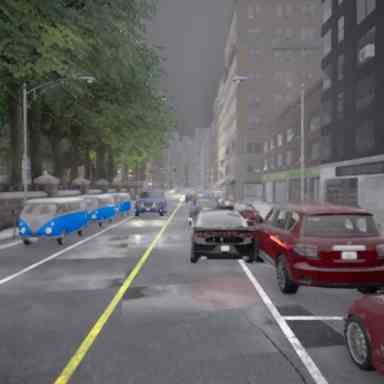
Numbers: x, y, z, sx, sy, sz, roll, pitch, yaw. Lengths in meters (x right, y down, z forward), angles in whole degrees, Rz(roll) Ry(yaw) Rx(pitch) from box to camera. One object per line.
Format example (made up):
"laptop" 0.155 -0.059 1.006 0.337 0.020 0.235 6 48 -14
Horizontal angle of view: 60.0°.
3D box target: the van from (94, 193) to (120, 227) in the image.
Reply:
"van" -5.705 1.057 19.678 1.690 1.788 3.998 0 1 0

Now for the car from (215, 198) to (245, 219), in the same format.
"car" 2.811 1.213 25.381 1.802 1.307 4.206 0 1 0

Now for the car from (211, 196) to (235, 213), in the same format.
"car" 2.801 1.128 31.041 1.802 1.307 4.206 0 1 0

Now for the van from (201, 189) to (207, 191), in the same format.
"van" 2.762 0.539 53.676 1.690 1.788 3.998 0 1 0

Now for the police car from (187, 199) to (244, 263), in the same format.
"police car" 0.880 1.261 11.460 1.930 1.638 5.238 0 1 0

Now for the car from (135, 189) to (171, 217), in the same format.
"car" -3.145 0.836 26.544 2.150 2.045 5.566 0 1 0

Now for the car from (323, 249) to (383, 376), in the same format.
"car" 2.849 1.541 2.741 1.802 1.307 4.206 0 1 0

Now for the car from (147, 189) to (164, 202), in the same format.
"car" -5.762 0.514 53.621 2.192 1.841 5.009 0 1 0

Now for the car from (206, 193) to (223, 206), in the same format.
"car" 2.782 0.919 42.360 1.887 1.381 4.507 0 1 0

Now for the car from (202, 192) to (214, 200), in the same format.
"car" 2.753 0.674 59.339 1.947 1.339 4.313 0 1 0

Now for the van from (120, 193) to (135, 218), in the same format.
"van" -5.715 0.974 25.335 1.690 1.788 3.998 0 1 0

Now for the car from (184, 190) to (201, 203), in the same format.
"car" -0.073 0.793 47.890 1.837 1.490 4.892 0 1 0

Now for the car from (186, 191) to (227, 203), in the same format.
"car" 0.842 1.044 21.317 2.097 1.767 4.553 0 1 0

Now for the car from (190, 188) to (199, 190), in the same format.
"car" -0.108 0.546 61.867 1.882 1.535 5.008 0 1 0

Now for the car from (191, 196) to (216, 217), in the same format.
"car" 0.852 1.108 27.348 1.837 1.490 4.892 0 1 0

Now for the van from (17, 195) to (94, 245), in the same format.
"van" -5.695 1.140 14.021 1.690 1.788 3.998 0 1 0

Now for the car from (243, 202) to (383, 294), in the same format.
"car" 2.839 1.194 8.397 2.192 1.841 5.009 0 1 0
